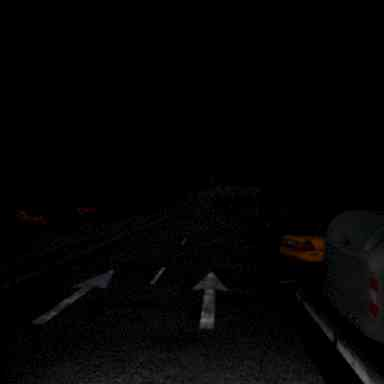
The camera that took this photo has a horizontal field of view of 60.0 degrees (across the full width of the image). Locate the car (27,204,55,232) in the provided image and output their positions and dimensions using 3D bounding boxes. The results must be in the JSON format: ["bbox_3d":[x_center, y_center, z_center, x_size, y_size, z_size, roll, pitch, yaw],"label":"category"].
[{"bbox_3d":[-12.143,1.818,21.693,5.366,1.575,1.946,-1,-1,-16],"label":"car"}]

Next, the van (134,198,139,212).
[{"bbox_3d":[-10.066,1.906,46.364,4.442,1.987,1.878,-1,-1,-16],"label":"van"}]

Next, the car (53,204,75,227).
[{"bbox_3d":[-11.690,1.892,25.143,4.792,1.488,2.163,-1,-1,-16],"label":"car"}]

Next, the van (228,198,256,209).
[{"bbox_3d":[8.885,2.061,59.114,4.442,1.987,1.878,1,0,-16],"label":"van"}]

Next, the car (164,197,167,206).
[{"bbox_3d":[-8.558,2.436,70.047,5.008,1.535,2.097,-1,-1,-17],"label":"car"}]

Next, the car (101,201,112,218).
[{"bbox_3d":[-11.035,2.022,34.452,4.674,1.452,2.002,0,-1,-16],"label":"car"}]

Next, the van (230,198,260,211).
[{"bbox_3d":[8.457,1.986,53.104,4.442,1.987,1.878,1,0,-16],"label":"van"}]

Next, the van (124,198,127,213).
[{"bbox_3d":[-10.492,1.831,40.424,4.442,1.987,1.878,-1,-1,-16],"label":"van"}]

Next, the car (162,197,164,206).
[{"bbox_3d":[-8.709,2.272,67.096,4.553,1.767,2.185,-1,-1,-16],"label":"car"}]

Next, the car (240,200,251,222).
[{"bbox_3d":[6.552,1.749,26.157,4.553,1.767,2.185,1,-1,-16],"label":"car"}]

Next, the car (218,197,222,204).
[{"bbox_3d":[10.329,2.371,86.271,5.566,2.045,2.435,1,0,-19],"label":"car"}]

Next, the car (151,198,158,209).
[{"bbox_3d":[-9.349,2.033,58.190,5.566,2.045,2.435,-1,-1,-16],"label":"car"}]

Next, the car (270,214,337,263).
[{"bbox_3d":[5.604,1.660,11.166,5.366,1.575,1.946,1,-1,-16],"label":"car"}]

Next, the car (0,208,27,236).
[{"bbox_3d":[-12.210,1.778,18.364,4.892,1.521,2.231,-1,-1,-16],"label":"car"}]

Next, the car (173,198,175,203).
[{"bbox_3d":[-8.067,2.664,87.743,5.366,1.575,1.946,-1,0,-19],"label":"car"}]

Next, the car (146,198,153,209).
[{"bbox_3d":[-9.504,2.276,55.241,4.792,1.488,2.163,-1,-1,-16],"label":"car"}]

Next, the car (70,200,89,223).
[{"bbox_3d":[-11.499,1.781,28.510,4.553,1.767,2.185,-1,-1,-16],"label":"car"}]

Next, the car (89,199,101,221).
[{"bbox_3d":[-11.219,1.818,31.488,4.553,1.767,2.185,0,-1,-16],"label":"car"}]

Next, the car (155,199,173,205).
[{"bbox_3d":[-7.804,2.782,93.726,4.674,1.452,2.002,-1,-1,-19],"label":"car"}]

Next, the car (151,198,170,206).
[{"bbox_3d":[-7.993,2.502,84.841,4.553,1.767,2.185,-1,-1,-18],"label":"car"}]

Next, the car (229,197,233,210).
[{"bbox_3d":[7.228,1.736,35.143,5.566,2.045,2.435,1,0,-16],"label":"car"}]

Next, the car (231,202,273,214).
[{"bbox_3d":[7.911,2.101,44.144,5.008,1.535,2.097,1,0,-16],"label":"car"}]

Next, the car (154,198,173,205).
[{"bbox_3d":[-7.813,2.578,90.776,4.553,1.767,2.185,-1,-1,-19],"label":"car"}]

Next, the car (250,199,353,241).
[{"bbox_3d":[5.686,1.461,14.146,5.566,2.045,2.435,1,-1,-16],"label":"car"}]

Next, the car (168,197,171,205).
[{"bbox_3d":[-8.122,2.580,78.940,4.792,1.488,2.163,-1,-1,-18],"label":"car"}]

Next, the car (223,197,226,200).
[{"bbox_3d":[9.728,2.312,71.190,4.553,1.767,2.185,1,-1,-17],"label":"car"}]

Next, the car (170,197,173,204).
[{"bbox_3d":[-8.040,2.588,81.884,5.008,1.535,2.097,-1,-1,-18],"label":"car"}]

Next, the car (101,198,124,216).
[{"bbox_3d":[-10.847,1.768,37.412,5.566,2.045,2.435,-1,-1,-16],"label":"car"}]

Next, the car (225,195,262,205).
[{"bbox_3d":[8.155,1.888,47.156,5.566,2.045,2.435,1,-1,-16],"label":"car"}]

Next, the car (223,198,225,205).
[{"bbox_3d":[9.568,2.402,68.173,4.892,1.521,2.231,1,-1,-17],"label":"car"}]

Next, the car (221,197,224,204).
[{"bbox_3d":[10.039,2.511,77.227,5.008,1.535,2.097,1,-1,-18],"label":"car"}]

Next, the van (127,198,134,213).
[{"bbox_3d":[-10.279,1.868,43.394,4.442,1.987,1.878,-1,-1,-16],"label":"van"}]

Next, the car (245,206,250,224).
[{"bbox_3d":[6.126,1.799,20.152,5.008,1.535,2.097,1,0,-16],"label":"car"}]

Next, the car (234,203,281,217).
[{"bbox_3d":[7.441,2.054,38.139,4.792,1.488,2.163,1,0,-16],"label":"car"}]

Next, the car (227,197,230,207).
[{"bbox_3d":[7.717,1.812,41.164,5.566,2.045,2.435,1,-1,-16],"label":"car"}]

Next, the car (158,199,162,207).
[{"bbox_3d":[-8.915,2.361,64.124,4.892,1.521,2.231,0,-1,-16],"label":"car"}]

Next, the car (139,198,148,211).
[{"bbox_3d":[-9.780,2.166,49.347,5.366,1.575,1.946,0,-1,-16],"label":"car"}]

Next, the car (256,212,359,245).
[{"bbox_3d":[5.890,1.798,17.136,4.674,1.452,2.002,1,0,-16],"label":"car"}]

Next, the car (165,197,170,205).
[{"bbox_3d":[-8.303,2.542,75.951,4.792,1.488,2.163,-1,-1,-17],"label":"car"}]

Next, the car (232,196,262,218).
[{"bbox_3d":[6.786,1.661,29.145,5.566,2.045,2.435,1,0,-16],"label":"car"}]
